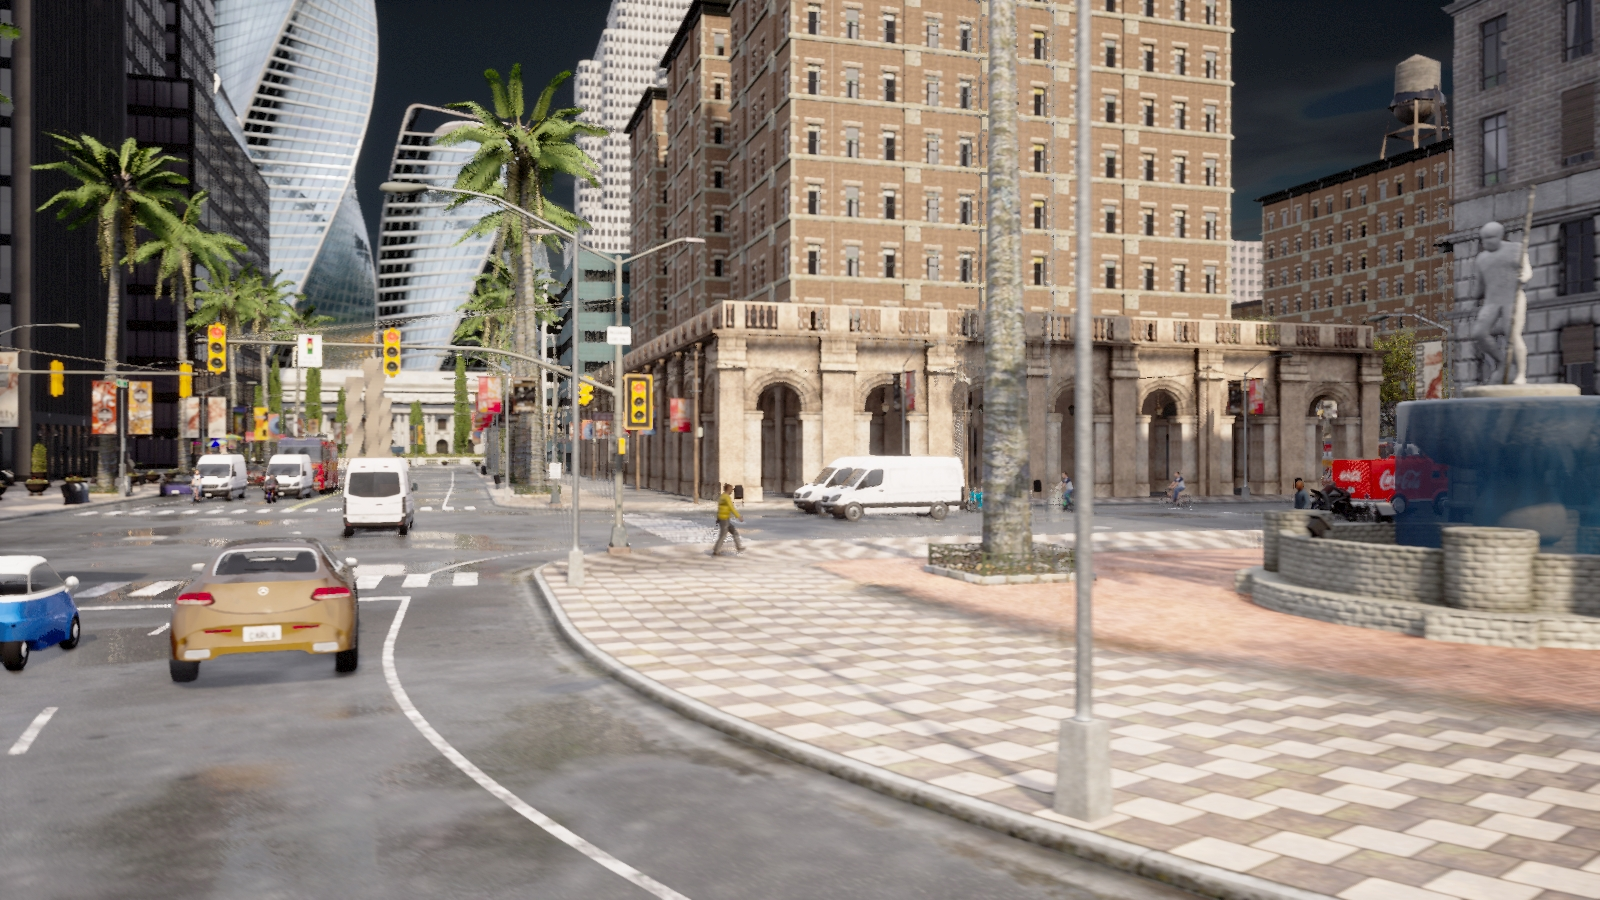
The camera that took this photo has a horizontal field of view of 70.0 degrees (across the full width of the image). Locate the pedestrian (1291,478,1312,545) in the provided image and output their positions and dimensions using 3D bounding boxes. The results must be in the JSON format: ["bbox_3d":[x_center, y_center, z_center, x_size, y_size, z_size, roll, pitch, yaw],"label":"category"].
[{"bbox_3d":[14.099,1.711,32.115,0.375,1.860,0.375,0,0,-22],"label":"pedestrian"}]

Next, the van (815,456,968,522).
[{"bbox_3d":[3.736,1.551,46.711,5.915,2.561,1.988,0,0,-16],"label":"van"}]

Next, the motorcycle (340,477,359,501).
[{"bbox_3d":[-25.537,2.185,64.796,0.764,1.277,2.356,0,0,-16],"label":"motorcycle"}]

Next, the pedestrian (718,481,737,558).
[{"bbox_3d":[-1.783,1.705,28.158,0.375,1.860,0.375,0,0,-20],"label":"pedestrian"}]

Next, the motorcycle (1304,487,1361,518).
[{"bbox_3d":[22.682,2.227,48.670,2.209,1.251,0.867,0,0,-16],"label":"motorcycle"}]

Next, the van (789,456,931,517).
[{"bbox_3d":[2.623,1.552,50.035,5.915,2.561,1.988,0,0,-16],"label":"van"}]

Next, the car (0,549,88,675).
[{"bbox_3d":[-10.634,2.123,15.258,1.481,1.376,2.207,0,0,-20],"label":"car"}]

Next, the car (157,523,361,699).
[{"bbox_3d":[-7.196,1.995,15.644,2.152,1.651,5.027,0,0,-22],"label":"car"}]

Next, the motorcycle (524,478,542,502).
[{"bbox_3d":[-15.022,2.223,64.279,0.867,1.251,2.209,0,0,-16],"label":"motorcycle"}]

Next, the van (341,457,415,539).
[{"bbox_3d":[-14.490,1.544,39.503,1.988,2.561,5.915,0,0,-16],"label":"van"}]

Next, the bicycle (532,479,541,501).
[{"bbox_3d":[-14.754,2.224,63.921,0.373,1.196,1.643,0,0,-16],"label":"bicycle"}]

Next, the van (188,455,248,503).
[{"bbox_3d":[-32.700,1.548,64.357,1.988,2.561,5.915,0,0,-16],"label":"van"}]

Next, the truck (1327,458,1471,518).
[{"bbox_3d":[26.021,1.592,49.669,5.204,2.467,2.627,0,0,-17],"label":"truck"}]

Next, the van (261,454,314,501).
[{"bbox_3d":[-29.534,1.549,65.999,1.988,2.561,5.915,0,0,-16],"label":"van"}]

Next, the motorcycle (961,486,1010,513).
[{"bbox_3d":[8.379,2.233,51.724,2.033,1.145,0.803,0,0,-16],"label":"motorcycle"}]
